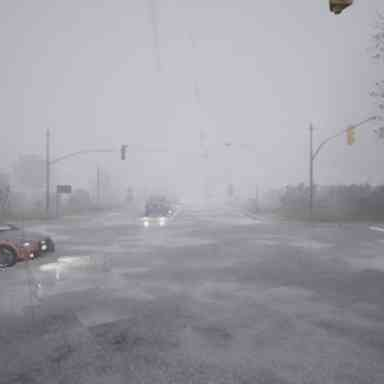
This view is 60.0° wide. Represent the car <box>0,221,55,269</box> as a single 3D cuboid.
[{"bbox_3d":[-6.834,1.630,11.020,4.181,1.385,1.994,0,0,3],"label":"car"}]

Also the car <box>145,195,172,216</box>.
[{"bbox_3d":[-3.671,1.426,35.582,2.150,2.045,5.566,0,0,0],"label":"car"}]

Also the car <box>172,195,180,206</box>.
[{"bbox_3d":[-3.650,1.602,65.993,2.150,2.045,5.566,0,-1,0],"label":"car"}]

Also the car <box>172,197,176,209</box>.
[{"bbox_3d":[-3.689,1.814,46.336,2.033,1.411,5.357,0,0,0],"label":"car"}]
